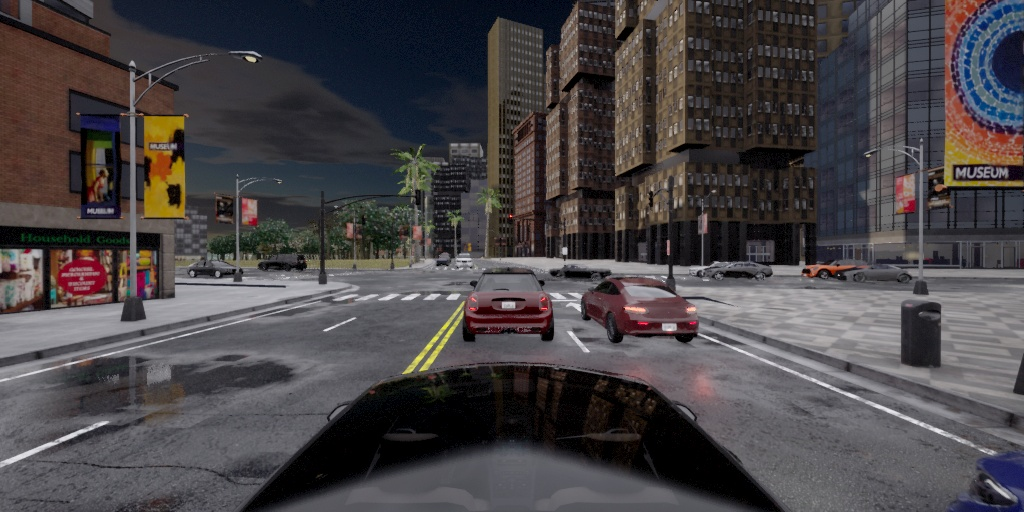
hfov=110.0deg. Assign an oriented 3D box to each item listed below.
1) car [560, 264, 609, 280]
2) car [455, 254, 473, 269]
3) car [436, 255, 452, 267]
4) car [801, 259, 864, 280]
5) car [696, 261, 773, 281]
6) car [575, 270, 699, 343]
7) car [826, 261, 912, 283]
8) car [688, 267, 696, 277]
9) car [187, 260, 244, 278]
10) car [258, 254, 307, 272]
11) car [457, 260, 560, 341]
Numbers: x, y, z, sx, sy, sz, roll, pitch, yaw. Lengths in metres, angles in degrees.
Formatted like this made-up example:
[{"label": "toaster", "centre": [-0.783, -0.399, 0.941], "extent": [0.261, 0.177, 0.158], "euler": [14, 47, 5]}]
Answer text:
[{"label": "car", "centre": [5.558, 1.299, 28.937], "extent": [4.718, 1.301, 1.895], "euler": [0, 0, 31]}, {"label": "car", "centre": [-6.633, 0.697, 49.989], "extent": [2.150, 2.045, 5.566], "euler": [0, 1, -8]}, {"label": "car", "centre": [-10.582, 0.956, 55.114], "extent": [2.033, 1.411, 5.357], "euler": [0, 1, -6]}, {"label": "car", "centre": [26.971, 1.032, 29.789], "extent": [4.553, 1.767, 2.097], "euler": [0, 0, 13]}, {"label": "car", "centre": [17.873, 1.180, 28.601], "extent": [4.902, 1.511, 2.128], "euler": [0, 0, 13]}, {"label": "car", "centre": [3.137, 1.274, 9.578], "extent": [1.812, 1.442, 4.674], "euler": [0, 0, -1]}, {"label": "car", "centre": [26.555, 1.258, 26.553], "extent": [4.181, 1.385, 1.994], "euler": [0, 0, 13]}, {"label": "car", "centre": [18.243, 1.201, 31.854], "extent": [4.674, 1.442, 1.812], "euler": [0, 0, 13]}, {"label": "car", "centre": [-26.586, 1.154, 32.121], "extent": [4.892, 1.490, 1.837], "euler": [0, 0, 13]}, {"label": "car", "centre": [-27.098, 0.824, 42.406], "extent": [5.566, 2.045, 2.150], "euler": [0, 0, 14]}, {"label": "car", "centre": [-0.122, 1.101, 10.014], "extent": [2.097, 1.767, 4.553], "euler": [0, 0, -1]}]
